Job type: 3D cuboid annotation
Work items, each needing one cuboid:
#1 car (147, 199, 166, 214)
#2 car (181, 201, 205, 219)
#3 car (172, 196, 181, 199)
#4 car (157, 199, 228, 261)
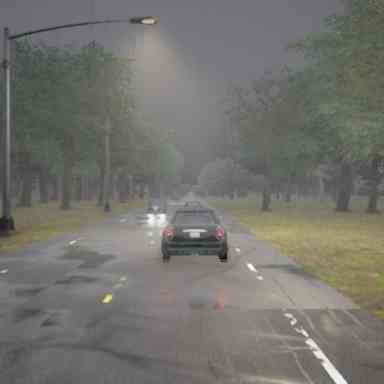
[{"bbox_3d":[-3.599,1.453,35.432,2.128,1.511,4.902,0,0,0],"label":"car"},{"bbox_3d":[0.089,1.516,29.213,1.994,1.385,4.181,0,0,0],"label":"car"},{"bbox_3d":[-3.511,1.526,76.042,1.895,1.301,4.718,0,0,0],"label":"car"},{"bbox_3d":[0.089,1.320,12.251,2.097,1.767,4.553,0,0,0],"label":"car"}]
